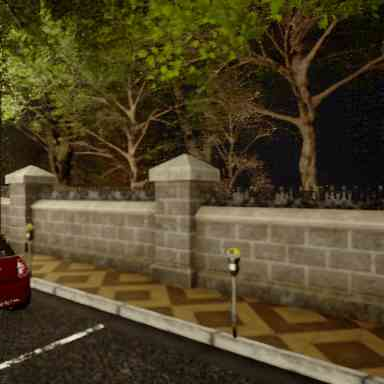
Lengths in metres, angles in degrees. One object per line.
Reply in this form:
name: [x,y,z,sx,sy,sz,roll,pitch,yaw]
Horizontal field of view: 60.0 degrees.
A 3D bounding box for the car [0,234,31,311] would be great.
car: [-4.949,1.393,6.419,4.097,1.590,1.967,0,0,36]
